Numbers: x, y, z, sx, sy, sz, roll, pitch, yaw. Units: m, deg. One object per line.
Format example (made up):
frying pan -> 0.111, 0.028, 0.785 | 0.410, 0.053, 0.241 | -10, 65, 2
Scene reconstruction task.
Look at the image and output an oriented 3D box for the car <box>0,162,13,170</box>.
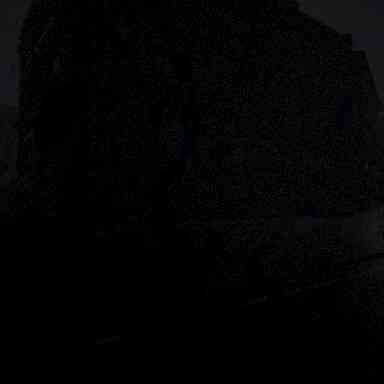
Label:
car -> -18.126, -2.475, 28.905 | 2.002, 1.452, 4.674 | 1, -2, 40
